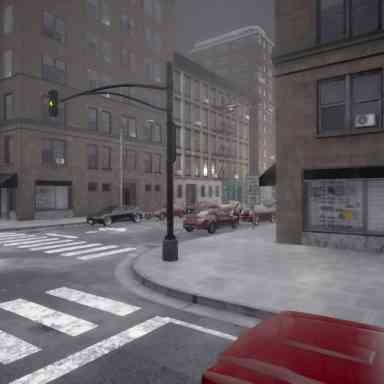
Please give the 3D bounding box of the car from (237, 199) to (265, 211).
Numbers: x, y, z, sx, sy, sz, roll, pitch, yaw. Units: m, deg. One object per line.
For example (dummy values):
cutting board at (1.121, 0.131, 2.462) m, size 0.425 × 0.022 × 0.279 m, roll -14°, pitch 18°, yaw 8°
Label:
car at (7.469, 1.599, 41.531) m, size 1.802 × 1.307 × 4.206 m, roll 0°, pitch 0°, yaw 36°

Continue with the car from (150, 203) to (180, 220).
car at (-2.174, 1.603, 28.075) m, size 1.802 × 1.307 × 4.206 m, roll 0°, pitch 0°, yaw 36°

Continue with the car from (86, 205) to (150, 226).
car at (-5.389, 1.589, 23.589) m, size 1.947 × 1.339 × 4.313 m, roll 0°, pitch 0°, yaw 36°

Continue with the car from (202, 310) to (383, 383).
car at (2.320, 1.601, 2.034) m, size 4.718 × 1.301 × 1.895 m, roll 0°, pitch 0°, yaw 36°

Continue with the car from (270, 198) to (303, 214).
car at (10.414, 1.461, 36.225) m, size 1.882 × 1.535 × 5.008 m, roll 0°, pitch 0°, yaw 36°

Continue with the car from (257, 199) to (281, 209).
car at (10.683, 1.600, 46.016) m, size 1.802 × 1.307 × 4.206 m, roll 0°, pitch 0°, yaw 36°

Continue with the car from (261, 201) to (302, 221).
car at (7.664, 1.494, 28.026) m, size 1.752 × 1.417 × 4.829 m, roll 0°, pitch 0°, yaw 36°

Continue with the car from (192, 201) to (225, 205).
car at (1.040, 1.564, 32.560) m, size 1.887 × 1.381 × 4.507 m, roll 0°, pitch 0°, yaw 36°

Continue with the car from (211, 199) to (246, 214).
car at (4.155, 1.543, 36.907) m, size 1.752 × 1.417 × 4.829 m, roll 0°, pitch 0°, yaw 36°

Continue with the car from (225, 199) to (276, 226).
car at (4.349, 1.411, 23.402) m, size 1.967 × 1.590 × 4.097 m, roll 0°, pitch 0°, yaw 36°

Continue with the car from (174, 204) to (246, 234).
car at (1.135, 1.555, 18.916) m, size 1.802 × 1.307 × 4.206 m, roll 0°, pitch 0°, yaw 36°
